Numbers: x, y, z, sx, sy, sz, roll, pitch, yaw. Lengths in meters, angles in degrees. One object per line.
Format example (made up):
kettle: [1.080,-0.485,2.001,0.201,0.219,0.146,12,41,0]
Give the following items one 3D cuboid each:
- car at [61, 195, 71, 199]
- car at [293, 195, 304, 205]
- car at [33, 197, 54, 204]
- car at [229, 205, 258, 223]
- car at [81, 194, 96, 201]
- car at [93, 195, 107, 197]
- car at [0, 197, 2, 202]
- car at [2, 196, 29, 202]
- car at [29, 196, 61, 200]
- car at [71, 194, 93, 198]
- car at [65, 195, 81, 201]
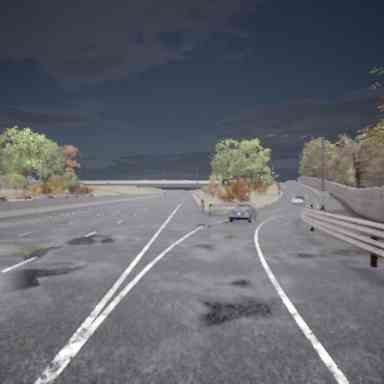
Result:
car: [-24.882,1.473,64.121,1.837,1.490,4.892,0,0,0]
car: [22.419,1.939,70.460,1.895,1.301,4.718,0,3,20]
car: [-28.380,1.563,63.836,1.895,1.301,4.718,0,0,0]
car: [4.487,1.848,28.636,2.033,1.411,5.357,0,-1,18]
car: [-24.976,1.322,80.393,1.882,1.535,5.008,0,0,0]
car: [-21.476,1.377,80.349,2.128,1.511,4.902,0,0,0]
car: [-28.336,1.460,48.054,1.837,1.490,4.892,0,0,0]
car: [-24.843,1.315,48.247,2.097,1.767,4.553,0,0,0]
car: [-21.346,1.472,48.549,1.837,1.490,4.892,0,0,0]
car: [-21.386,1.534,64.631,1.994,1.385,4.181,0,0,0]
car: [-28.474,1.379,79.990,2.128,1.511,4.902,0,0,0]
